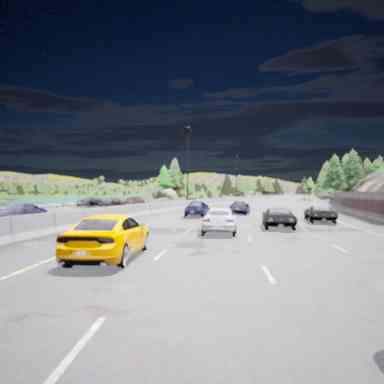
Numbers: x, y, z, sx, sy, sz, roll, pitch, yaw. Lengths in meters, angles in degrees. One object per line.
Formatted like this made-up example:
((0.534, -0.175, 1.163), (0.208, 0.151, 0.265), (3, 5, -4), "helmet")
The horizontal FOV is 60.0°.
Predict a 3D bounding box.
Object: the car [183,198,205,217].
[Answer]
((0.533, 1.623, 31.807), (1.812, 1.442, 4.674), (0, 0, 13), "car")

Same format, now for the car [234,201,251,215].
((5.129, 1.687, 35.605), (1.994, 1.385, 4.181), (0, 0, 15), "car")

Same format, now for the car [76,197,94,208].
((-15.835, 1.598, 51.519), (2.128, 1.511, 4.902), (0, 0, 19), "car")

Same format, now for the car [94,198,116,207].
((-12.387, 1.641, 50.806), (1.812, 1.442, 4.674), (0, 0, 19), "car")

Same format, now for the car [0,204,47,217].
((-12.048, 1.559, 23.299), (1.812, 1.442, 4.674), (0, 0, 10), "car")

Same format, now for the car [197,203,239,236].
((1.599, 1.587, 18.723), (1.812, 1.442, 4.674), (0, 0, 8), "car")

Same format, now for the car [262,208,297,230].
((5.582, 1.684, 21.708), (1.895, 1.301, 4.718), (0, 0, 9), "car")

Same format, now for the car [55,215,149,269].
((-2.767, 1.504, 11.367), (1.882, 1.535, 5.008), (0, 0, 5), "car")

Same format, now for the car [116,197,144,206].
((-8.946, 1.476, 50.058), (2.097, 1.767, 4.553), (0, 0, 19), "car")

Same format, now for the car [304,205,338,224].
((9.998, 1.710, 26.178), (1.895, 1.301, 4.718), (0, 0, 12), "car")

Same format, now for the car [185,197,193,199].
((-0.579, 1.714, 63.506), (1.812, 1.442, 4.674), (0, 0, 20), "car")
